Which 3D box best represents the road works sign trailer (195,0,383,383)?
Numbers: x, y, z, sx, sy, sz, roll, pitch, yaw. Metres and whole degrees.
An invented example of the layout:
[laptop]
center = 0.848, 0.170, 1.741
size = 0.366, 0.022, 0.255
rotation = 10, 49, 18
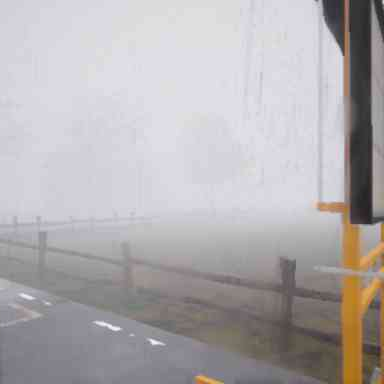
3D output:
[road works sign trailer]
center = 1.244, 0.598, 2.604
size = 2.880, 3.560, 2.380
rotation = -1, -3, 35
